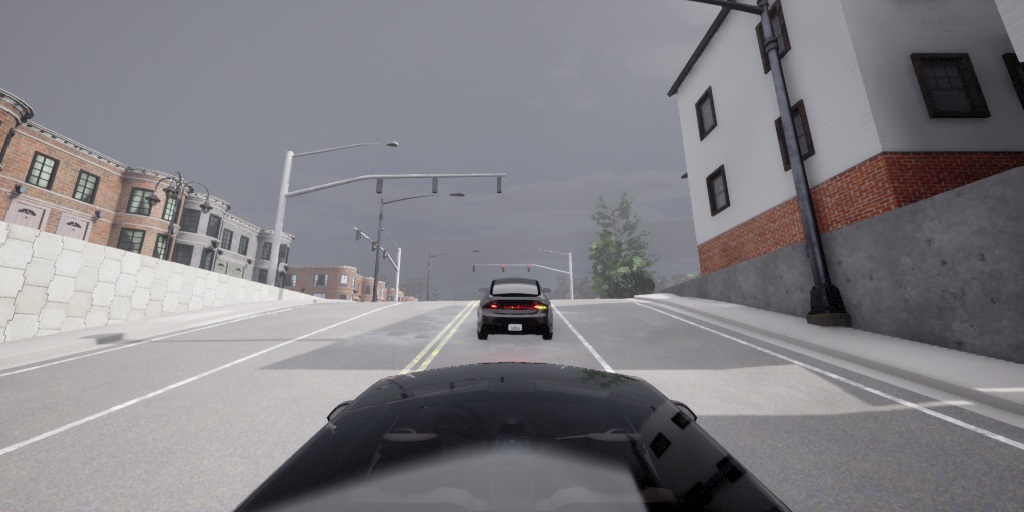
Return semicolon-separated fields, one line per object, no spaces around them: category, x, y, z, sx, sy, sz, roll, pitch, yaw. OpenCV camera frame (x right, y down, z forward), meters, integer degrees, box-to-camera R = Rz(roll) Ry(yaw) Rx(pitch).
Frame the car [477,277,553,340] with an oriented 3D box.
car;0.087;1.352;10.353;1.837;1.490;4.892;0;0;0
